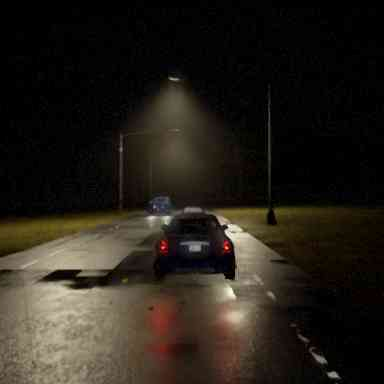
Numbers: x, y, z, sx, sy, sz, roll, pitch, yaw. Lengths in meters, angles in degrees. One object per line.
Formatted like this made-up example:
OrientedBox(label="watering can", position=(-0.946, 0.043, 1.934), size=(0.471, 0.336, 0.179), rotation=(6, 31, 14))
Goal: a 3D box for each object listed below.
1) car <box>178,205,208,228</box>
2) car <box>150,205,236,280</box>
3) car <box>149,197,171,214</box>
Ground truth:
OrientedBox(label="car", position=(0.083, 1.780, 25.417), size=(2.033, 1.411, 5.357), rotation=(0, -1, 0))
OrientedBox(label="car", position=(0.082, 1.433, 10.348), size=(2.097, 1.767, 4.553), rotation=(0, -1, 0))
OrientedBox(label="car", position=(-3.601, 1.587, 38.542), size=(2.150, 2.045, 5.566), rotation=(0, 0, 0))
